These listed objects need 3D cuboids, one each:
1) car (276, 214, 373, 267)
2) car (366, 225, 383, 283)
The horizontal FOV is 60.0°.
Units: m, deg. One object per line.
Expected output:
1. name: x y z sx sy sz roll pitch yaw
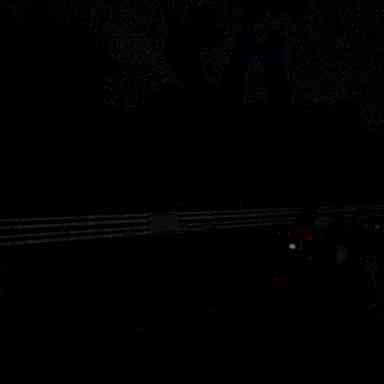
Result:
1. car: 5.119 1.494 11.531 5.008 1.535 1.882 0 0 -34
2. car: 6.481 1.581 8.231 4.181 1.385 1.994 0 0 -34
